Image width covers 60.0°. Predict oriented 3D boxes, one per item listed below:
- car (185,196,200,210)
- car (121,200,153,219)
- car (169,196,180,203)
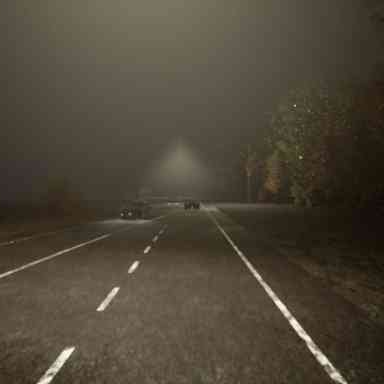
[{"bbox_3d":[0.015,1.593,43.662,1.895,1.301,4.718,0,0,0],"label":"car"},{"bbox_3d":[-4.667,1.518,28.798,1.837,1.490,4.892,0,0,6],"label":"car"},{"bbox_3d":[-3.478,1.534,65.650,1.994,1.385,4.181,0,0,0],"label":"car"}]
